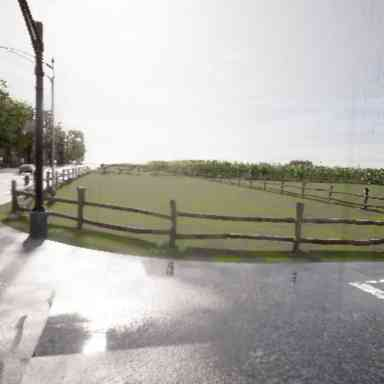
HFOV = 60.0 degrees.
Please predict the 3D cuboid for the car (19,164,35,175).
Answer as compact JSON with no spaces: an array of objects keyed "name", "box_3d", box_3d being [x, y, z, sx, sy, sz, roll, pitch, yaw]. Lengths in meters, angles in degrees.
[{"name":"car","box_3d":[-23.491,-3.243,47.923,1.837,1.490,4.892,1,5,-14]}]
